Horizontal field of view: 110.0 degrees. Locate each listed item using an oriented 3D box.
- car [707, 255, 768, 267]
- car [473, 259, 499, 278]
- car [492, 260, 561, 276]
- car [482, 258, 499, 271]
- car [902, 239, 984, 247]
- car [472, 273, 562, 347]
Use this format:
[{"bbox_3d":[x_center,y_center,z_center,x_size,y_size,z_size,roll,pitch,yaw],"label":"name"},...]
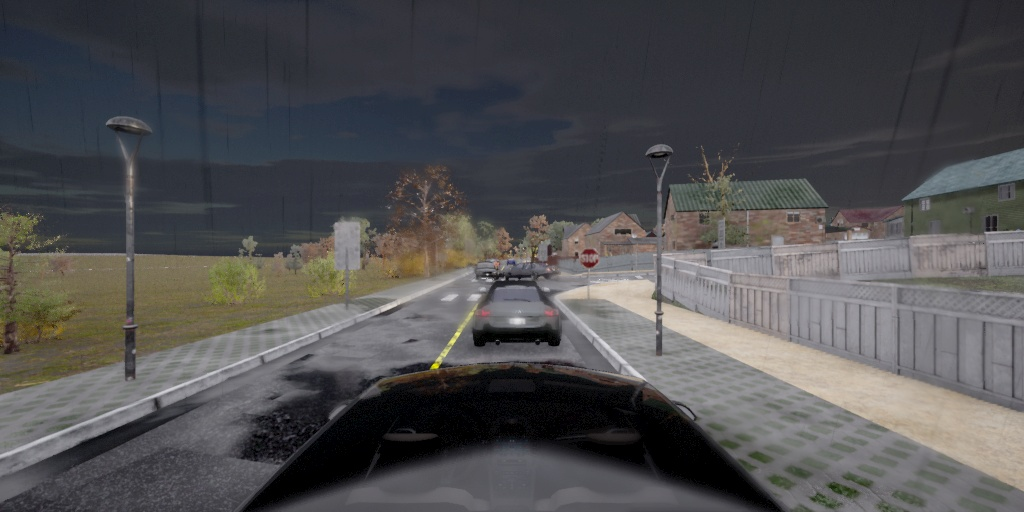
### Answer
[{"bbox_3d":[14.343,0.413,22.788,4.181,1.385,1.994,-3,0,16],"label":"car"},{"bbox_3d":[-2.314,1.257,31.287,1.837,1.490,4.892,0,0,-8],"label":"car"},{"bbox_3d":[1.280,1.197,28.383,5.357,1.411,2.033,-4,-3,43],"label":"car"},{"bbox_3d":[-2.952,1.120,51.104,2.097,1.767,4.553,0,0,1],"label":"car"},{"bbox_3d":[23.848,-0.209,20.386,4.902,1.511,2.128,-3,0,14],"label":"car"},{"bbox_3d":[0.086,1.313,9.366,1.994,1.385,4.181,0,0,-1],"label":"car"}]
